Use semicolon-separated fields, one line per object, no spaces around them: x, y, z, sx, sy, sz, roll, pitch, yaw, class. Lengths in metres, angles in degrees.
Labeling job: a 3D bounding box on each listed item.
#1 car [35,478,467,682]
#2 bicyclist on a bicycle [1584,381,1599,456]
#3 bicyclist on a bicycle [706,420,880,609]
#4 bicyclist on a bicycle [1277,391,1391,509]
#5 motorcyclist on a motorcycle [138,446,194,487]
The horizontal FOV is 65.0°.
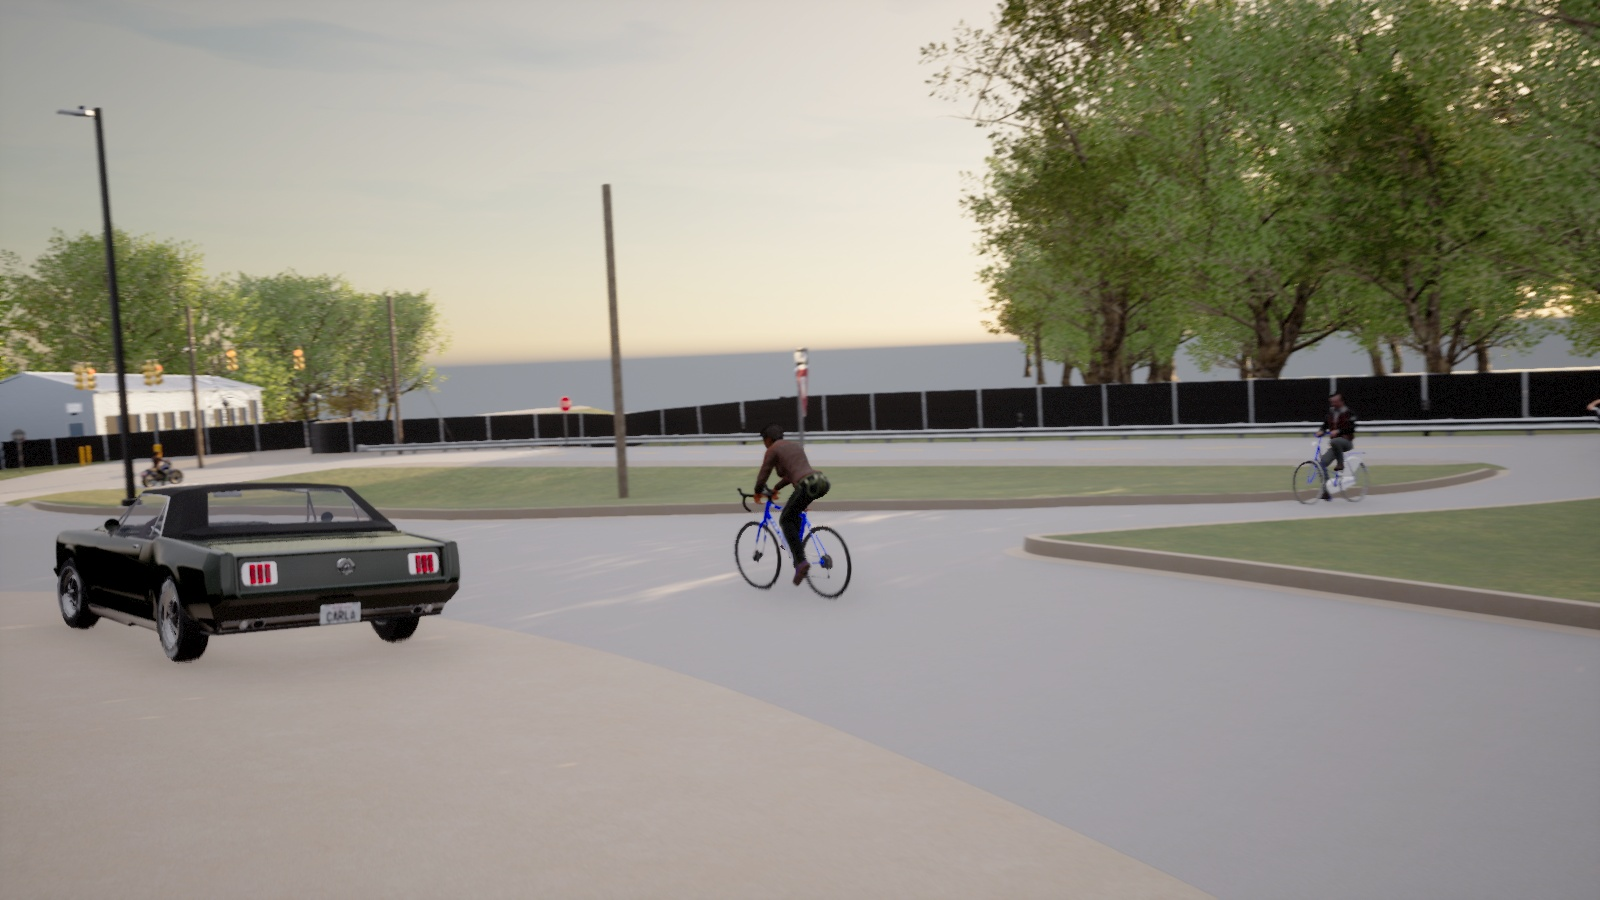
-4.824;0.906;10.607;1.895;1.301;4.718;0;-1;-43;car
18.273;-0.727;28.024;1.509;1.612;0.866;-5;7;-41;bicyclist on a bicycle
-0.090;0.560;11.824;0.582;1.620;1.656;-7;5;-42;bicyclist on a bicycle
8.365;-0.016;19.642;1.843;1.776;0.659;-1;0;-31;bicyclist on a bicycle
-28.211;0.715;55.934;0.766;1.649;2.350;-1;4;14;motorcyclist on a motorcycle
